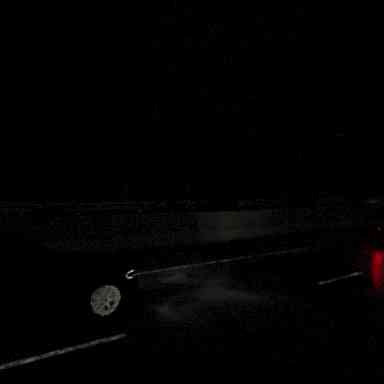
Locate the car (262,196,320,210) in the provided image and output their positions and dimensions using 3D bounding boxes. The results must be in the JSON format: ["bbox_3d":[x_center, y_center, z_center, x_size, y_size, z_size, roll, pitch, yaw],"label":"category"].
[{"bbox_3d":[8.138,1.360,27.148,5.566,2.045,2.150,0,0,-36],"label":"car"}]

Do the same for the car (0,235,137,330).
[{"bbox_3d":[-3.357,1.483,5.648,5.008,1.535,1.882,1,-1,-36],"label":"car"}]

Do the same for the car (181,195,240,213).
[{"bbox_3d":[2.067,1.351,31.398,5.566,2.045,2.150,0,0,-36],"label":"car"}]

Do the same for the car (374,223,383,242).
[{"bbox_3d":[10.686,1.716,15.788,4.718,1.301,1.895,0,0,-36],"label":"car"}]

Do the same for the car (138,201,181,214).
[{"bbox_3d":[-2.834,1.604,32.175,4.902,1.511,2.128,0,0,-36],"label":"car"}]

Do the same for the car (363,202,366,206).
[{"bbox_3d":[31.096,1.839,56.612,4.674,1.442,1.812,1,0,-35],"label":"car"}]

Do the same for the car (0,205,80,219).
[{"bbox_3d":[-8.953,1.526,19.122,4.902,1.511,2.128,0,0,-36],"label":"car"}]

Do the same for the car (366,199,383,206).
[{"bbox_3d":[25.338,1.781,43.876,4.181,1.385,1.994,0,0,-36],"label":"car"}]
